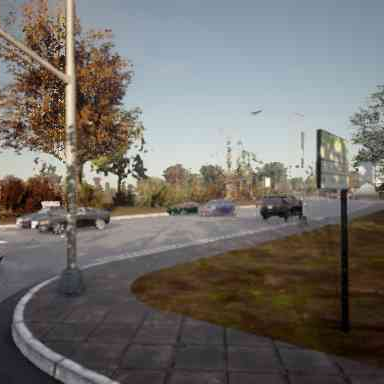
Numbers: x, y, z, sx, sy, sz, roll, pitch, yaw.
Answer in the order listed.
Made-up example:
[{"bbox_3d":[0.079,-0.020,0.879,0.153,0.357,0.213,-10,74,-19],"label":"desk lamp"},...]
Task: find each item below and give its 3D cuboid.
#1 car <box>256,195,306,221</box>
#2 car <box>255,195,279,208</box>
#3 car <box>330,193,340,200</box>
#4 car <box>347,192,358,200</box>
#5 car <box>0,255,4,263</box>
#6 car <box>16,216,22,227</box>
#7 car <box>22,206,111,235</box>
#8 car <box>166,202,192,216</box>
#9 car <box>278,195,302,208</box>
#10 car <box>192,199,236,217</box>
[{"bbox_3d":[7.703,1.294,27.914,2.150,2.045,5.566,-1,0,38],"label":"car"},{"bbox_3d":[11.431,1.422,50.452,2.097,1.767,4.553,-1,0,35],"label":"car"},{"bbox_3d":[37.106,1.244,85.109,1.837,1.490,4.892,-1,0,18],"label":"car"},{"bbox_3d":[40.071,1.222,82.981,1.837,1.490,4.892,-1,0,18],"label":"car"},{"bbox_3d":[-7.903,1.648,8.362,2.033,1.411,5.357,-1,0,39],"label":"car"},{"bbox_3d":[-9.658,1.715,23.125,1.812,1.442,4.674,-1,0,40],"label":"car"},{"bbox_3d":[-7.324,1.650,20.429,2.128,1.511,4.902,-1,0,38],"label":"car"},{"bbox_3d":[-0.586,1.763,34.536,1.895,1.301,4.718,-1,0,38],"label":"car"},{"bbox_3d":[14.309,1.384,48.460,2.097,1.767,4.553,-1,0,35],"label":"car"},{"bbox_3d":[2.473,1.481,32.785,2.097,1.767,4.553,-1,0,38],"label":"car"}]
